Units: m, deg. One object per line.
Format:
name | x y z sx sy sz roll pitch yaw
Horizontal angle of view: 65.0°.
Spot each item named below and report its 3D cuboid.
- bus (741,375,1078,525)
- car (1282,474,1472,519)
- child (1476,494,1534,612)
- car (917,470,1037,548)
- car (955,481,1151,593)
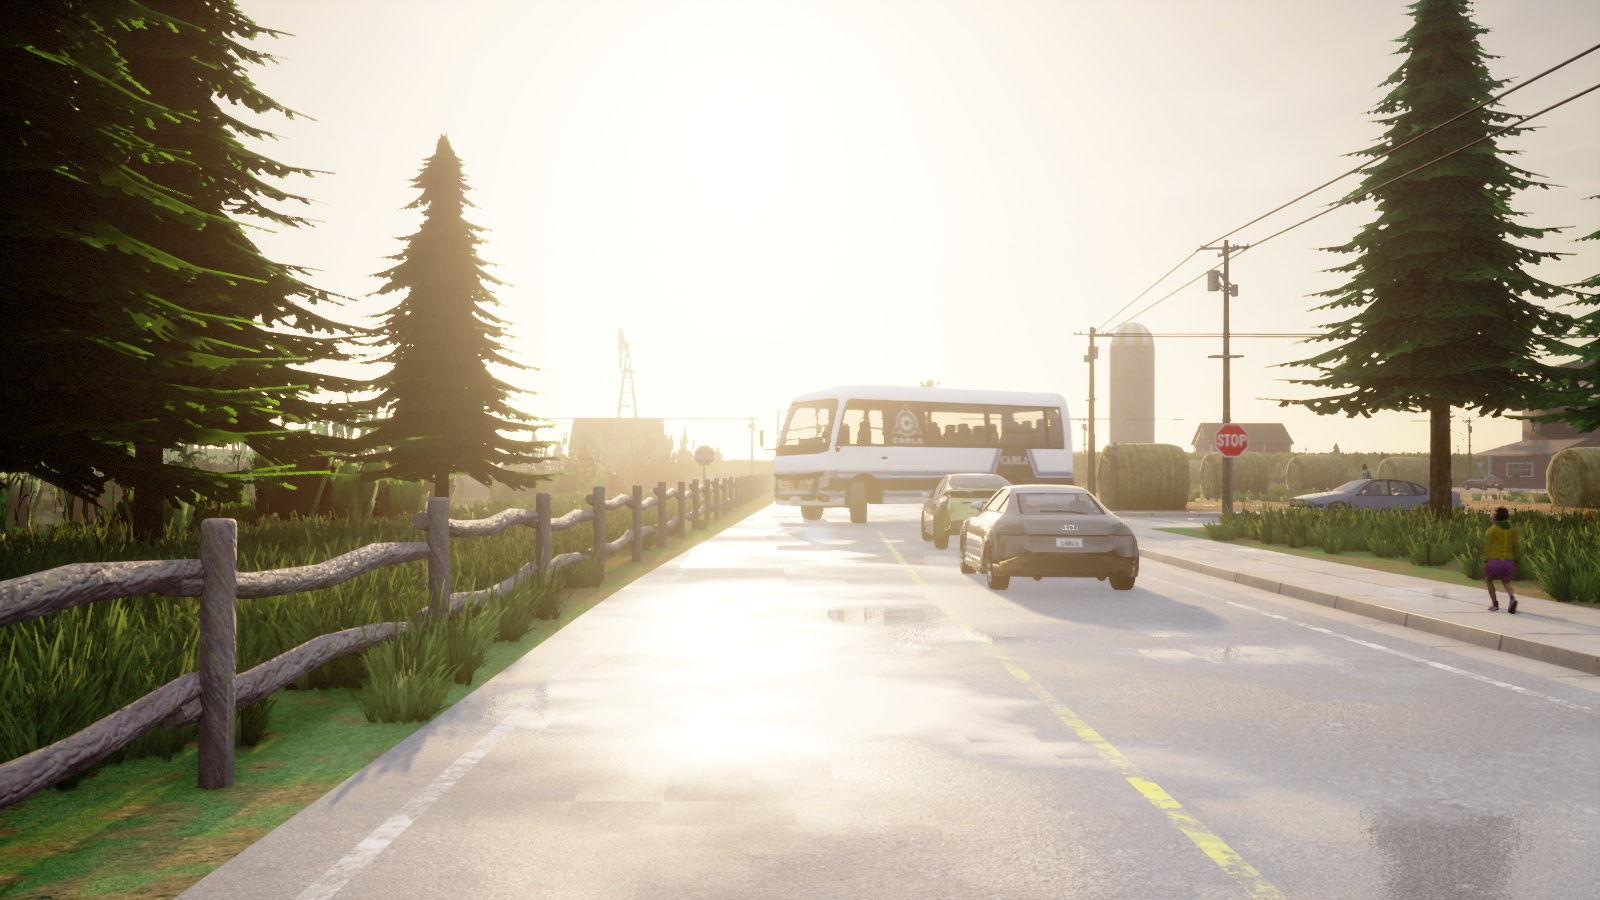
bus | 3.611 0.099 39.926 10.273 4.253 3.944 0 -2 -32
car | 19.042 1.509 41.586 5.357 1.411 2.033 0 -1 -1
child | 7.111 1.030 12.677 0.299 1.160 0.473 0 -1 -2
car | 3.652 1.185 26.666 2.007 1.525 4.514 0 -1 1
car | 3.463 1.159 18.025 1.994 1.385 4.181 0 -1 1
